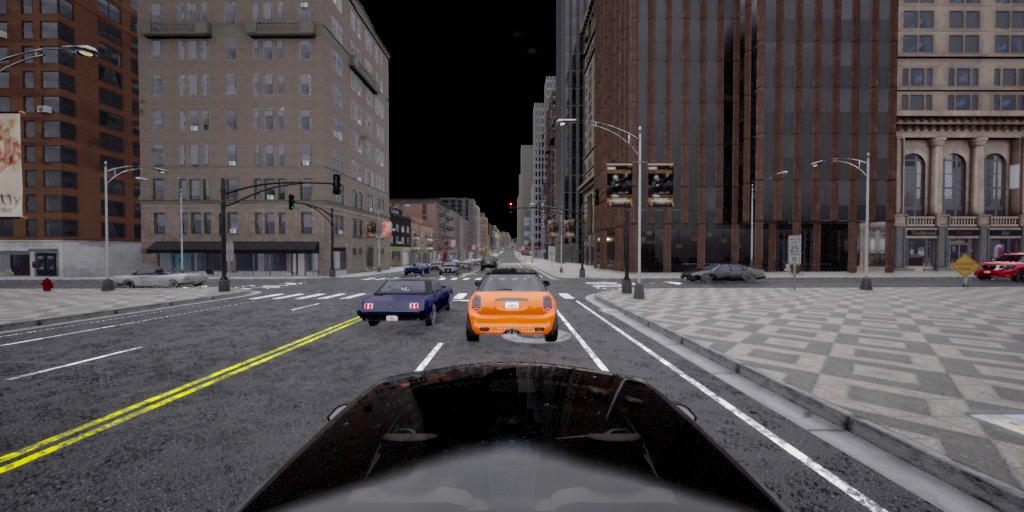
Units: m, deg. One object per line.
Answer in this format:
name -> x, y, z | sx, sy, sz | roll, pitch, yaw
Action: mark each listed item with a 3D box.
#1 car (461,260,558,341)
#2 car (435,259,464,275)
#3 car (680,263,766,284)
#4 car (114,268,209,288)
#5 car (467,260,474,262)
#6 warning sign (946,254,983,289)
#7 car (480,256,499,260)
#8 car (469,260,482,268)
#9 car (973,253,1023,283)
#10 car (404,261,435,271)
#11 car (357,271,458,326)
car -> 0.010, 1.101, 10.005 | 2.097, 1.767, 4.553 | 0, 0, 0
car -> -6.598, 1.331, 38.894 | 1.994, 1.385, 4.181 | 0, 0, 0
car -> 15.064, 1.200, 25.679 | 5.357, 1.411, 2.033 | 0, 1, 0
car -> -22.981, 1.446, 23.649 | 4.718, 1.301, 1.895 | 0, 1, 1
car -> -6.598, 1.338, 48.951 | 1.994, 1.385, 4.181 | 0, 0, 0
warning sign -> 25.178, 0.827, 19.909 | 1.060, 1.860, 1.300 | 0, 0, 0
car -> -3.149, 0.997, 50.673 | 2.150, 2.045, 5.566 | 0, 0, 0
car -> -6.553, 1.346, 65.058 | 1.994, 1.385, 4.181 | 0, 0, 0
car -> 36.889, 0.787, 25.742 | 5.566, 2.045, 2.150 | 0, 1, 0
car -> -9.850, 1.367, 37.687 | 1.895, 1.301, 4.718 | 0, 0, 0
car -> -3.149, 1.350, 11.657 | 1.895, 1.301, 4.718 | 0, 0, 0
